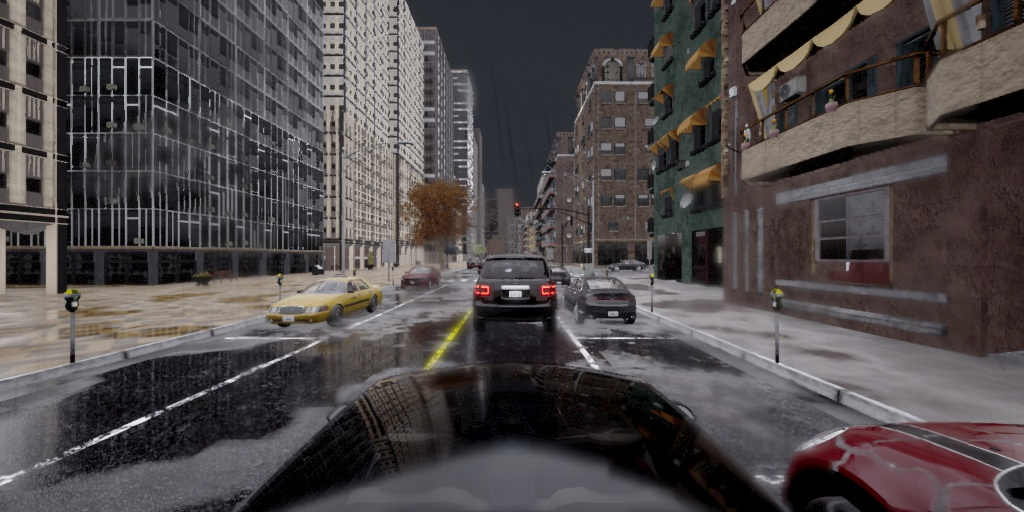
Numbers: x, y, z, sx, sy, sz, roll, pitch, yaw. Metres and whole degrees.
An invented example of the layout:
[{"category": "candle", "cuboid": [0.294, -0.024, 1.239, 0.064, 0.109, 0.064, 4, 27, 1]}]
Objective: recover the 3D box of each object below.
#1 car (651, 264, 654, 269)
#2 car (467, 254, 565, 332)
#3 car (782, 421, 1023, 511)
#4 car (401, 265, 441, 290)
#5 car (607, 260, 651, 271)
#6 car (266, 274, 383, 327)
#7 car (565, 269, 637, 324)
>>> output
[{"category": "car", "cuboid": [18.838, 1.006, 42.237, 4.829, 1.417, 1.751, 0, 0, -1]}, {"category": "car", "cuboid": [0.091, 0.972, 10.980, 2.150, 2.045, 5.566, 0, 0, 0]}, {"category": "car", "cuboid": [2.687, 1.190, 0.638, 1.967, 1.591, 4.097, 0, 0, 0]}, {"category": "car", "cuboid": [-5.688, 1.299, 22.771, 1.888, 1.381, 4.507, 0, 0, 0]}, {"category": "car", "cuboid": [13.441, 1.109, 42.183, 4.403, 1.370, 2.007, 0, 0, -1]}, {"category": "car", "cuboid": [-5.690, 1.276, 11.536, 1.751, 1.417, 4.829, 0, 0, 0]}, {"category": "car", "cuboid": [2.690, 1.301, 11.703, 2.007, 1.370, 4.403, 0, 0, 0]}]
